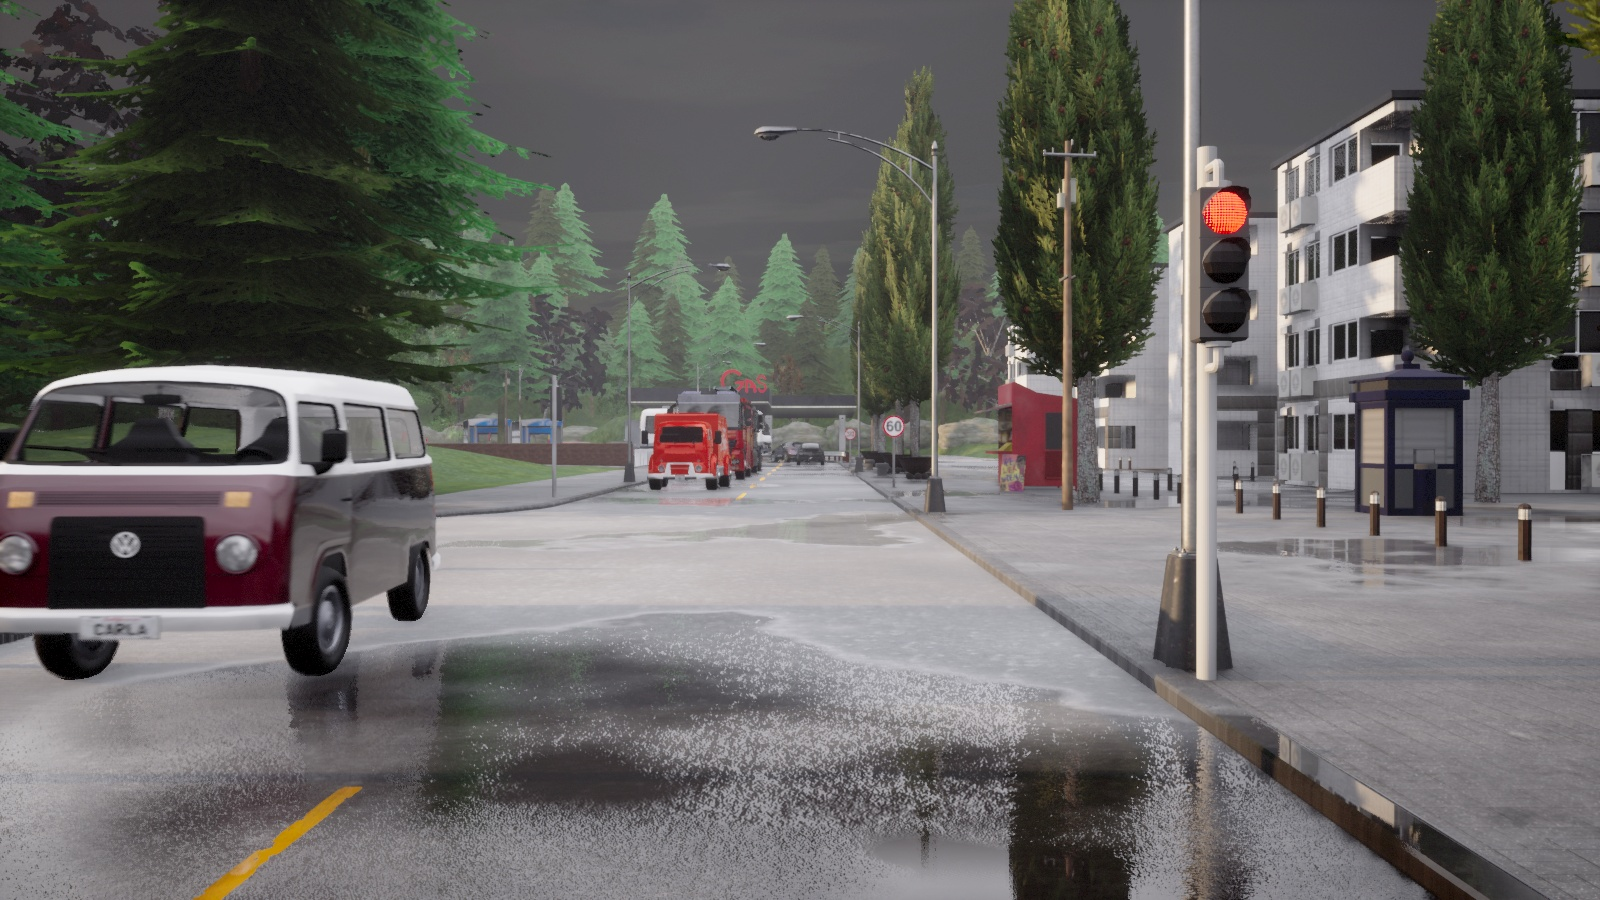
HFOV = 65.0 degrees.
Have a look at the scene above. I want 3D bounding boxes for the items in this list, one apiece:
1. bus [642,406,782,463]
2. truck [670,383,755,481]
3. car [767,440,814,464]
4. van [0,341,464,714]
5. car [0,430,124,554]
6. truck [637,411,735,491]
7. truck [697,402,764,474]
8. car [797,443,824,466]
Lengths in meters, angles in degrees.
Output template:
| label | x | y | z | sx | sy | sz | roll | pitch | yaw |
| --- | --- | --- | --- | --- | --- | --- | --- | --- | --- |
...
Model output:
| label | x | y | z | sx | sy | sz | roll | pitch | yaw |
| --- | --- | --- | --- | --- | --- | --- | --- | --- | --- |
| bus | -6.823 | -1.168 | 98.031 | 10.273 | 4.253 | 3.944 | -1 | 0 | 8 |
| truck | -3.575 | -0.721 | 53.228 | 2.891 | 3.827 | 8.468 | 0 | 0 | 1 |
| car | -0.765 | 0.135 | 97.330 | 2.033 | 1.649 | 4.856 | 3 | -1 | -21 |
| van | -3.944 | 0.415 | 9.140 | 2.069 | 2.038 | 4.480 | 0 | 0 | -4 |
| car | -11.789 | 0.538 | 17.260 | 3.988 | 1.617 | 1.851 | 0 | 0 | 0 |
| truck | -3.652 | 0.024 | 41.332 | 2.627 | 2.467 | 5.204 | 0 | 0 | 1 |
| truck | -3.469 | -0.603 | 64.590 | 2.891 | 3.462 | 7.936 | 0 | 0 | 1 |
| car | 0.719 | 0.272 | 85.218 | 1.837 | 1.490 | 4.892 | 0 | 1 | 1 |
